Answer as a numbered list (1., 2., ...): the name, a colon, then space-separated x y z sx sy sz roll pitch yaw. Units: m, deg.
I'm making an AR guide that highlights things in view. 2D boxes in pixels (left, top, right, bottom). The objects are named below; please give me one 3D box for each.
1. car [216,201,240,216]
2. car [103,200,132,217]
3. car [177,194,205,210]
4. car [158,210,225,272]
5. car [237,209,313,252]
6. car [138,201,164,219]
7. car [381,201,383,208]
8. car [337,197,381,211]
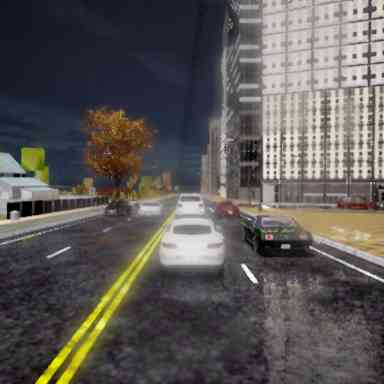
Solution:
1. car: 3.149 1.517 29.452 1.812 1.442 4.674 0 0 0
2. car: -6.778 1.502 30.746 1.837 1.490 4.892 0 -1 0
3. car: -0.093 1.213 27.807 2.150 2.045 5.566 0 0 0
4. car: 0.005 1.519 10.640 1.812 1.442 4.674 0 0 0
5. car: 3.249 1.592 13.741 1.895 1.301 4.718 0 0 0
6. car: -3.522 1.519 29.281 1.812 1.442 4.674 0 0 0
7. car: 30.726 1.712 51.495 4.403 1.369 2.008 0 2 20
8. car: 22.727 1.638 45.990 5.009 1.841 2.192 0 2 20
